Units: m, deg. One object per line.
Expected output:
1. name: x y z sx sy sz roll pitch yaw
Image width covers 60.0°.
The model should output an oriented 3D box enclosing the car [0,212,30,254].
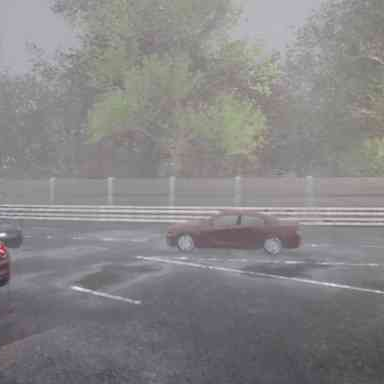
1. car: -8.591 1.516 12.941 4.181 1.385 1.994 0 0 28

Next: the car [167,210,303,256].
1. car: 1.529 1.436 12.561 5.008 1.535 1.882 0 0 10

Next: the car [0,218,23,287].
1. car: -6.351 1.324 7.698 4.553 1.767 2.097 0 0 30
